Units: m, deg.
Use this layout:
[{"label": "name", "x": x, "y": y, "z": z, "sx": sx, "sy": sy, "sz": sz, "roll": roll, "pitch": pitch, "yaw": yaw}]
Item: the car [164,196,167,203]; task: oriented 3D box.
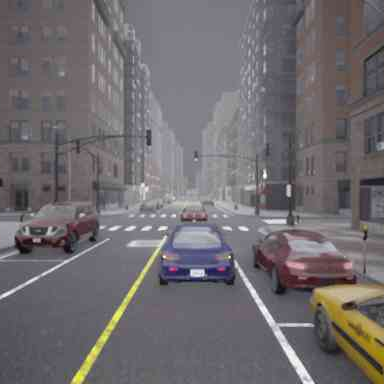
[{"label": "car", "x": -5.301, "y": 1.706, "z": 51.220, "sx": 1.752, "sy": 1.417, "sz": 4.829, "roll": 0, "pitch": 0, "yaw": 0}]

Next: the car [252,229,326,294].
[{"label": "car", "x": 2.651, "y": 1.613, "z": 8.583, "sx": 1.802, "sy": 1.307, "sz": 4.206, "roll": 0, "pitch": 0, "yaw": 0}]

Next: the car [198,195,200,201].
[{"label": "car", "x": 2.752, "y": 1.674, "z": 67.732, "sx": 1.967, "sy": 1.590, "sz": 4.097, "roll": 0, "pitch": 0, "yaw": 0}]

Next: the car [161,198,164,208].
[{"label": "car", "x": -5.310, "y": 1.708, "z": 45.936, "sx": 1.887, "sy": 1.381, "sz": 4.507, "roll": 0, "pitch": 0, "yaw": 0}]

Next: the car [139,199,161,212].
[{"label": "car", "x": -5.320, "y": 1.695, "z": 40.482, "sx": 2.008, "sy": 1.369, "sz": 4.403, "roll": 0, "pitch": 0, "yaw": 0}]

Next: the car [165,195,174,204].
[{"label": "car", "x": -5.273, "y": 1.799, "z": 67.752, "sx": 1.947, "sy": 1.339, "sz": 4.313, "roll": 0, "pitch": 0, "yaw": 0}]

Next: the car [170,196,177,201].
[{"label": "car", "x": -5.227, "y": 1.904, "z": 95.019, "sx": 1.802, "sy": 1.307, "sz": 4.206, "roll": 0, "pitch": 0, "yaw": 0}]

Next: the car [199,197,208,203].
[{"label": "car", "x": 2.771, "y": 1.818, "z": 78.640, "sx": 2.008, "sy": 1.369, "sz": 4.403, "roll": 0, "pitch": 0, "yaw": 0}]

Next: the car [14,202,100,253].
[{"label": "car", "x": -5.365, "y": 1.365, "z": 14.019, "sx": 2.192, "sy": 1.841, "sz": 5.009, "roll": 0, "pitch": 0, "yaw": 0}]

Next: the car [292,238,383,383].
[{"label": "car", "x": 2.642, "y": 1.538, "z": 3.341, "sx": 1.752, "sy": 1.417, "sz": 4.829, "roll": 0, "pitch": 0, "yaw": 0}]

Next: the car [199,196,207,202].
[{"label": "car", "x": 2.780, "y": 1.810, "z": 84.264, "sx": 1.752, "sy": 1.417, "sz": 4.829, "roll": 0, "pitch": 0, "yaw": 0}]

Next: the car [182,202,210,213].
[{"label": "car", "x": 0.150, "y": 1.700, "z": 25.128, "sx": 1.895, "sy": 1.301, "sz": 4.718, "roll": 0, "pitch": 0, "yaw": 0}]

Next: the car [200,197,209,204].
[{"label": "car", "x": 2.761, "y": 1.795, "z": 73.186, "sx": 1.887, "sy": 1.381, "sz": 4.507, "roll": 0, "pitch": 0, "yaw": 0}]

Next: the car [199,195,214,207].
[{"label": "car", "x": 2.734, "y": 1.639, "z": 56.823, "sx": 1.967, "sy": 1.590, "sz": 4.097, "roll": 0, "pitch": 0, "yaw": 0}]

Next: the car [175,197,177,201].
[{"label": "car", "x": -5.236, "y": 1.827, "z": 89.396, "sx": 1.752, "sy": 1.417, "sz": 4.829, "roll": 0, "pitch": 0, "yaw": 0}]

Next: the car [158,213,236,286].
[{"label": "car", "x": 0.116, "y": 1.560, "z": 9.370, "sx": 1.812, "sy": 1.442, "sz": 4.674, "roll": 0, "pitch": 0, "yaw": 0}]

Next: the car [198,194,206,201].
[{"label": "car", "x": 2.797, "y": 1.637, "z": 95.003, "sx": 2.192, "sy": 1.841, "sz": 5.009, "roll": 0, "pitch": 0, "yaw": 0}]
